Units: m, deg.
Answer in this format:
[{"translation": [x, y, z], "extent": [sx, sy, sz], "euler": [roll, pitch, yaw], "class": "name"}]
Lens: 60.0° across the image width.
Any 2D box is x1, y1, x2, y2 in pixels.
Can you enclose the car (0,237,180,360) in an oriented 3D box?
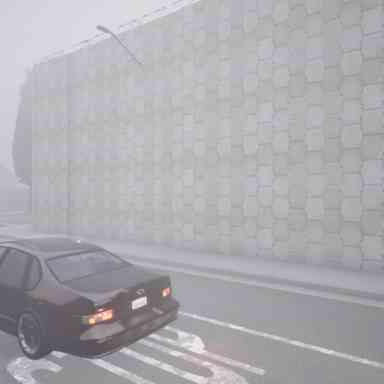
[{"translation": [-2.760, 1.547, 5.950], "extent": [5.357, 1.411, 2.033], "euler": [0, 0, 35], "class": "car"}]
